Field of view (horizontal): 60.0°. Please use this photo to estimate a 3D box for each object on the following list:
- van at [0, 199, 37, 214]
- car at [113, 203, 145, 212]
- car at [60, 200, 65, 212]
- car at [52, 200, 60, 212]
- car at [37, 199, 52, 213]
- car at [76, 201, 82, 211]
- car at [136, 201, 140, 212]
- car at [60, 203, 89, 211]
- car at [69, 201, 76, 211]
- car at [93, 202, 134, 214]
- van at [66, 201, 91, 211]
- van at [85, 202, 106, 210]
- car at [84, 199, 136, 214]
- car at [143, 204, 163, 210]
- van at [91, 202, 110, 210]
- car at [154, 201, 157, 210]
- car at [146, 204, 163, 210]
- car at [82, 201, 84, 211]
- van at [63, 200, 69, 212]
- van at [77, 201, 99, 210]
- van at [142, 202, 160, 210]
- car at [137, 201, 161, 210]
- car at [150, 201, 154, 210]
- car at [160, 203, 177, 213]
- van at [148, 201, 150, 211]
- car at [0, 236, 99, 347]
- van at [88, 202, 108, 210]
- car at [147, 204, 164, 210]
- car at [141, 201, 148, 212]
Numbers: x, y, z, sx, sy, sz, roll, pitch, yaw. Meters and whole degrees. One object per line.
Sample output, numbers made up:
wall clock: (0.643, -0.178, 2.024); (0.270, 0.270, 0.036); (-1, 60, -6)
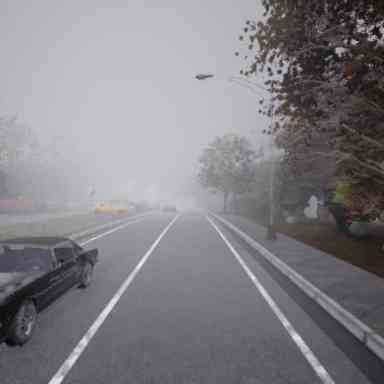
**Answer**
van: (-23.537, 1.891, 44.168); (4.442, 1.987, 1.878); (0, -2, 0)
car: (-10.365, 2.571, 55.140); (4.792, 1.488, 2.163); (0, -2, 0)
car: (-23.410, 2.436, 52.582); (4.892, 1.521, 2.231); (0, -2, 0)
car: (-23.233, 2.321, 49.817); (5.366, 1.575, 1.946); (0, -2, 0)
car: (-23.446, 1.967, 47.060); (5.566, 2.045, 2.435); (0, -2, 0)
car: (-23.408, 2.767, 60.761); (5.008, 1.535, 2.097); (0, -2, 0)
car: (-10.345, 2.213, 46.823); (5.008, 1.535, 2.097); (0, -2, 0)
car: (-23.405, 2.999, 66.422); (4.892, 1.521, 2.231); (0, -2, 0)
car: (-23.383, 2.534, 58.123); (4.553, 1.767, 2.185); (0, -2, 0)
car: (-10.345, 2.118, 44.052); (4.892, 1.521, 2.231); (0, -2, 0)
van: (-23.527, 2.884, 69.199); (4.442, 1.987, 1.878); (0, -2, 0)
van: (-23.290, 3.344, 80.121); (4.442, 1.987, 1.878); (0, -3, 0)
car: (-10.155, 2.025, 41.285); (5.366, 1.575, 1.946); (0, -2, 0)
car: (-10.318, 4.043, 88.401); (5.008, 1.535, 2.097); (0, -3, 0)
van: (-23.521, 3.658, 85.660); (4.442, 1.987, 1.878); (0, -3, 0)
car: (-10.301, 3.135, 69.008); (4.792, 1.488, 2.163); (0, -2, 0)
car: (-10.291, 4.075, 91.180); (4.553, 1.767, 2.185); (0, -3, 0)
car: (-23.407, 2.885, 63.654); (5.008, 1.535, 2.097); (0, -2, 0)
van: (-23.532, 2.322, 55.359); (4.442, 1.987, 1.878); (0, -2, 0)
van: (-23.291, 3.109, 74.734); (4.442, 1.987, 1.878); (0, -2, 0)
van: (-10.209, 3.503, 82.870); (4.442, 1.987, 1.878); (0, -3, 0)
car: (-10.355, 3.320, 80.100); (5.566, 2.045, 2.435); (0, -3, 0)
car: (-10.338, 2.880, 63.463); (5.008, 1.535, 2.097); (0, -2, 0)
car: (-3.323, 2.394, 50.114); (1.812, 1.442, 4.674); (0, -2, 0)
van: (-10.450, 2.542, 60.698); (4.442, 1.987, 1.878); (0, -2, 0)
car: (-3.350, 1.623, 6.475); (1.895, 1.301, 4.718); (0, 0, 0)
van: (-23.522, 3.508, 83.019); (4.442, 1.987, 1.878); (0, -3, 0)
car: (-10.290, 4.232, 93.951); (4.553, 1.767, 2.185); (0, -3, 0)
car: (-10.308, 2.178, 52.377); (5.566, 2.045, 2.435); (0, -2, 0)
